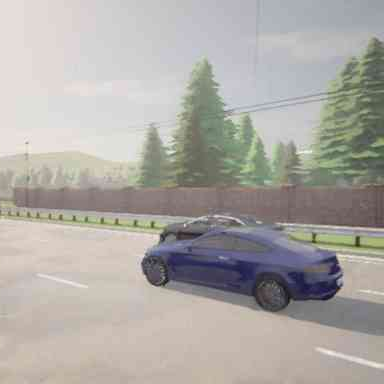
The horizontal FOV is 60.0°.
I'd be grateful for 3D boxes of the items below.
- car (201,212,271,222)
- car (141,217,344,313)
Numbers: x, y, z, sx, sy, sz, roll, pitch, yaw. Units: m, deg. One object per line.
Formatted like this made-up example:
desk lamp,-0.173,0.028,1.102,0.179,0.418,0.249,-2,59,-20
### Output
car,0.983,1.475,11.892,4.902,1.511,2.128,0,0,36
car,0.927,1.516,7.632,4.674,1.442,1.812,0,0,36
